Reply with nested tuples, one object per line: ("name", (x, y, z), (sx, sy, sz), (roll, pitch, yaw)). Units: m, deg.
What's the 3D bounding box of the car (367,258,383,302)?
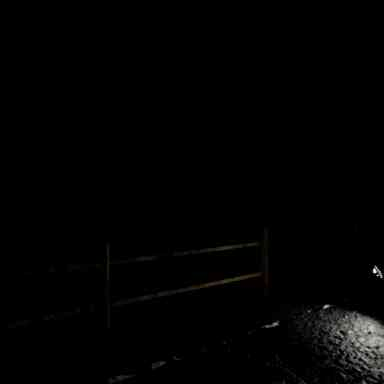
("car", (5.647, 1.525, 7.119), (4.674, 1.442, 1.812), (0, 0, -36))
